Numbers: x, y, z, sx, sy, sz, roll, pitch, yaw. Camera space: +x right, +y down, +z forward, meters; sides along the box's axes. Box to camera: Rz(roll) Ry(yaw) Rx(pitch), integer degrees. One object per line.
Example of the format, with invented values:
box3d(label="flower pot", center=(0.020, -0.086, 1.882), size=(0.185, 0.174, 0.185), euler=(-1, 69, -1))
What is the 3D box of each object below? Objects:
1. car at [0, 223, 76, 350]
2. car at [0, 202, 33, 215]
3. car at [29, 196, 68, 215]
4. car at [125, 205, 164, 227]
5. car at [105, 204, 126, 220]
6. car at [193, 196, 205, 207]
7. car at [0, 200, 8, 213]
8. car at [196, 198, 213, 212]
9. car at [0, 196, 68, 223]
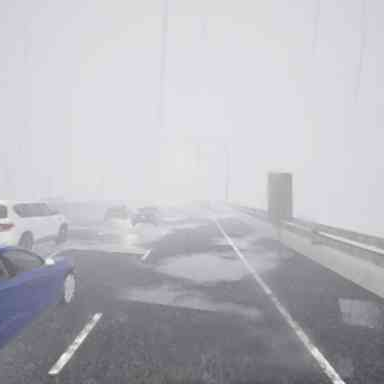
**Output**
box3d(label="car", center=(-3.386, 1.514, 5.063), size=(1.882, 1.535, 5.008), euler=(0, 0, 0))
box3d(label="car", center=(-20.634, 1.898, 38.731), size=(1.895, 1.301, 4.718), euler=(0, 0, 2))
box3d(label="car", center=(-17.107, 1.532, 40.114), size=(2.150, 2.045, 5.566), euler=(0, 0, 2))
box3d(label="car", center=(-3.214, 1.736, 24.692), size=(2.033, 1.411, 5.357), euler=(0, 0, 1))
box3d(label="car", center=(-6.614, 1.799, 30.620), size=(1.994, 1.385, 4.181), euler=(0, 0, 1))
box3d(label="car", center=(1.171, 2.016, 63.257), size=(1.837, 1.490, 4.892), euler=(0, -1, 2))
box3d(label="car", center=(-24.124, 1.777, 39.210), size=(1.882, 1.535, 5.008), euler=(0, -1, 2))
box3d(label="car", center=(1.808, 1.882, 44.422), size=(1.812, 1.442, 4.674), euler=(0, 0, 1))
box3d(label="car", center=(-6.841, 1.318, 13.235), size=(2.150, 2.045, 5.566), euler=(0, 0, 0))
